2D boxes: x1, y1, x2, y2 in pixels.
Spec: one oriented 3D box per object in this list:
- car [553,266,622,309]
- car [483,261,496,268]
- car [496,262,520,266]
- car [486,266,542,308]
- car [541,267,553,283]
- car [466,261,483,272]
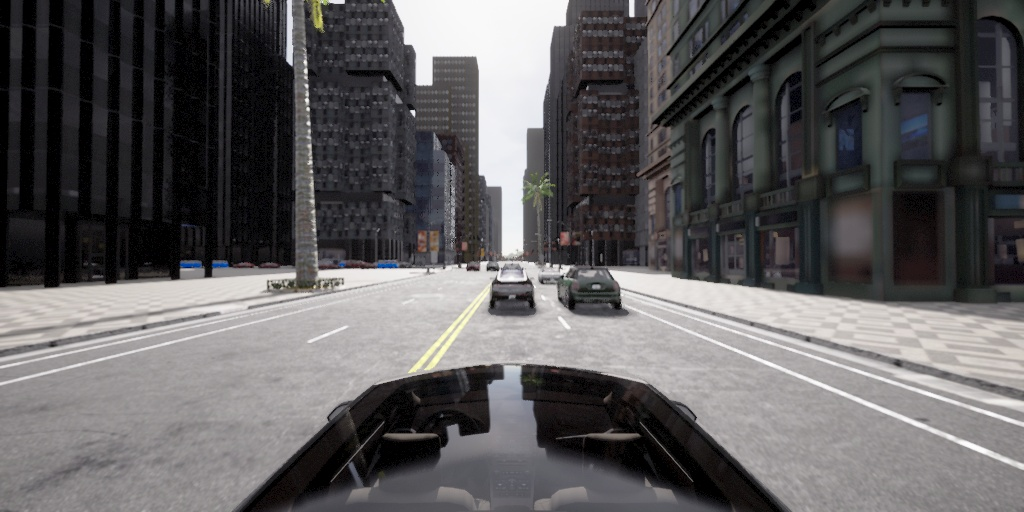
[{"bbox_3d":[3.255,1.238,15.940,2.097,1.767,4.553,0,-1,0],"label":"car"},{"bbox_3d":[-3.245,1.676,60.529,2.097,1.767,4.553,0,0,0],"label":"car"},{"bbox_3d":[0.007,1.386,30.928,2.097,1.767,4.553,0,-1,0],"label":"car"},{"bbox_3d":[0.007,1.383,16.161,2.128,1.511,4.902,0,0,0],"label":"car"},{"bbox_3d":[3.257,1.637,30.972,1.895,1.301,4.718,0,-1,0],"label":"car"},{"bbox_3d":[-6.495,1.676,60.528,2.097,1.767,4.553,0,0,0],"label":"car"}]
